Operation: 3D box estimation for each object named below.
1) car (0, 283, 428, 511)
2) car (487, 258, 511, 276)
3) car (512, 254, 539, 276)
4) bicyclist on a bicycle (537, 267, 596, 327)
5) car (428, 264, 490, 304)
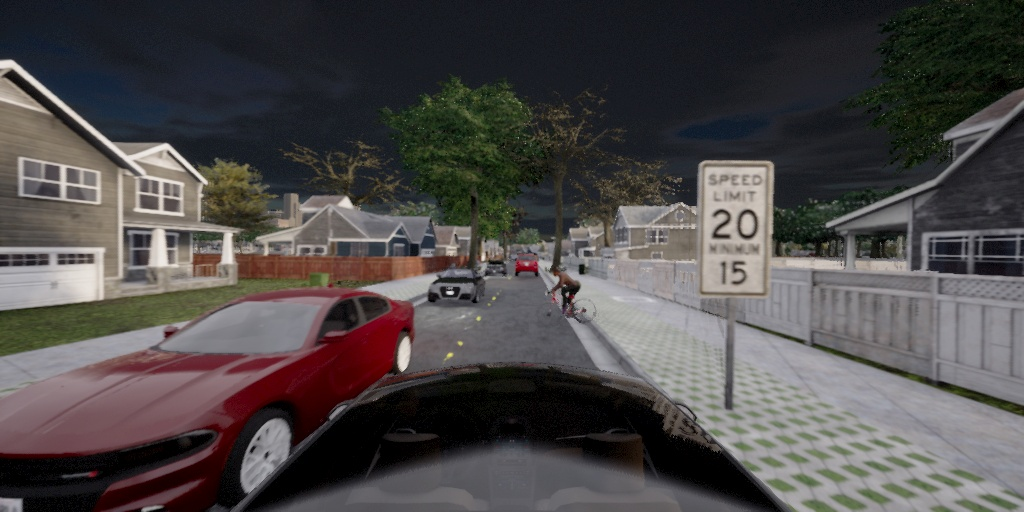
[{"bbox_3d":[-2.787,1.175,4.563,1.882,1.535,5.008,1,0,4],"label":"car"},{"bbox_3d":[-1.442,1.108,34.081,1.812,1.442,4.674,1,0,3],"label":"car"},{"bbox_3d":[1.452,0.839,34.917,2.150,2.045,5.566,1,0,3],"label":"car"},{"bbox_3d":[1.450,1.107,9.913,1.656,1.620,0.582,-7,0,3],"label":"bicyclist on a bicycle"},{"bbox_3d":[-2.296,1.219,15.735,1.994,1.385,4.181,1,0,2],"label":"car"}]
